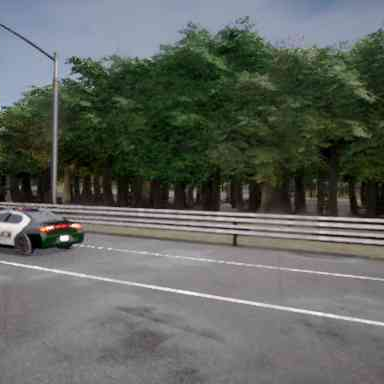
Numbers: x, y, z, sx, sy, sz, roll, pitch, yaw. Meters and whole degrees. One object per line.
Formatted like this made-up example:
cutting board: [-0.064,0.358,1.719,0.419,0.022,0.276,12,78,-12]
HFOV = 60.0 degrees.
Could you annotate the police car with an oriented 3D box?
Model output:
police car: [-6.451,1.351,12.387,4.974,1.542,2.038,1,0,28]
